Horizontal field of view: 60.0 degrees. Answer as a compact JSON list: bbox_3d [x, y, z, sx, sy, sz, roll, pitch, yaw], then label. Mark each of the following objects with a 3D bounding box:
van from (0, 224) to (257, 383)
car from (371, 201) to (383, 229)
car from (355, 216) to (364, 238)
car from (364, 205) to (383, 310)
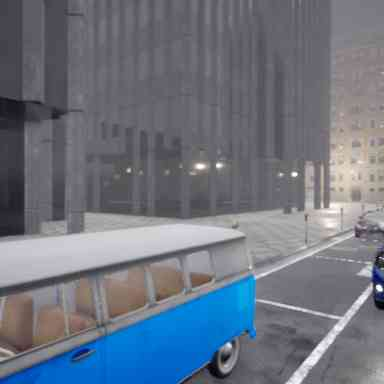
[{"bbox_3d":[-0.832,1.325,3.503,1.690,1.788,3.998,0,0,38],"label":"van"},{"bbox_3d":[12.979,1.433,21.342,1.967,1.590,4.097,0,0,38],"label":"car"},{"bbox_3d":[9.525,1.575,16.881,1.802,1.307,4.206,0,0,38],"label":"car"},{"bbox_3d":[5.501,1.227,7.174,2.150,2.045,5.566,0,0,38],"label":"car"}]
